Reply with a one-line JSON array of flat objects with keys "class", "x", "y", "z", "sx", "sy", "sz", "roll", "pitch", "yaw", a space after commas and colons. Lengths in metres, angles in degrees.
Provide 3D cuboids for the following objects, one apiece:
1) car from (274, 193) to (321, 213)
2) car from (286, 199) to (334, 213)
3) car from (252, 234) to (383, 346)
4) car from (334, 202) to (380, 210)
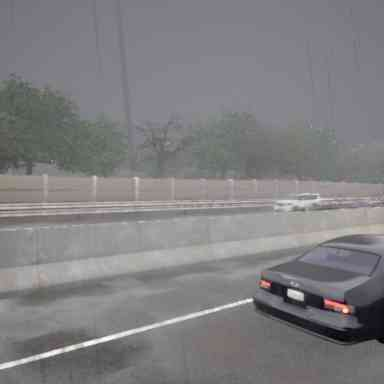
[{"class": "car", "x": 10.608, "y": 1.156, "z": 32.929, "sx": 5.566, "sy": 2.045, "sz": 2.150, "roll": 0, "pitch": 0, "yaw": -35}, {"class": "car", "x": 10.612, "y": 1.542, "z": 28.655, "sx": 4.718, "sy": 1.301, "sz": 1.895, "roll": 0, "pitch": 0, "yaw": -35}, {"class": "car", "x": 3.559, "y": 1.534, "z": 6.277, "sx": 5.357, "sy": 1.411, "sz": 2.033, "roll": 0, "pitch": 0, "yaw": -35}, {"class": "car", "x": 13.637, "y": 1.502, "z": 26.501, "sx": 4.181, "sy": 1.385, "sz": 1.994, "roll": 0, "pitch": 0, "yaw": -35}]
